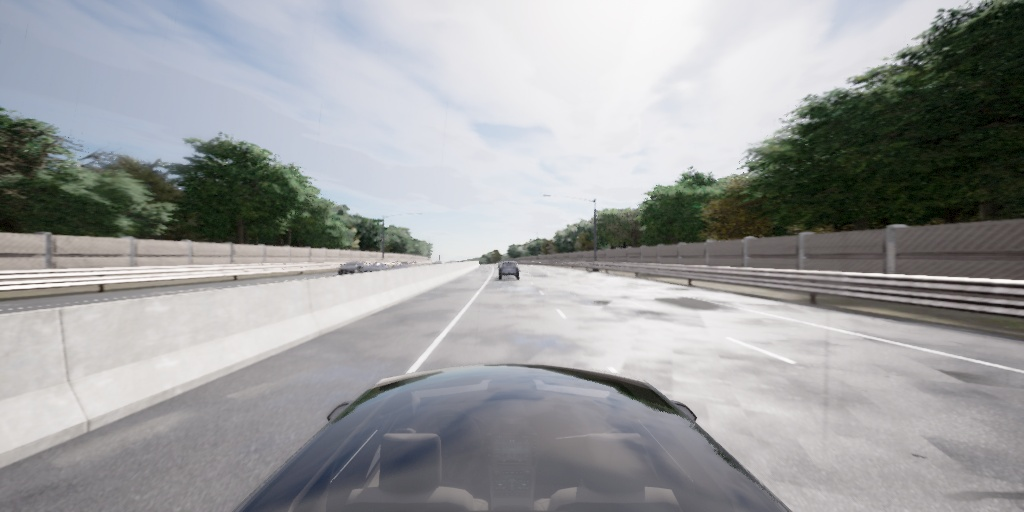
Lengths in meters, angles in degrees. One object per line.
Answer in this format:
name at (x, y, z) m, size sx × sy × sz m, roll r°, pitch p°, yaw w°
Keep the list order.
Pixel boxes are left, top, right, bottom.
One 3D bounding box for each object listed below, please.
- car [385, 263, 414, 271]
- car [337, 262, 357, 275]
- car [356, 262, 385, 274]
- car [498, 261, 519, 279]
car at (-11.054, 1.432, 36.657) m, size 1.994 × 1.385 × 4.181 m, roll 0°, pitch 0°, yaw -1°
car at (-18.183, 1.399, 41.127) m, size 1.837 × 1.490 × 4.892 m, roll 0°, pitch 0°, yaw -1°
car at (-14.614, 1.443, 38.501) m, size 1.994 × 1.385 × 4.181 m, roll 0°, pitch 0°, yaw -1°
car at (-0.317, 1.275, 34.420) m, size 2.033 × 1.649 × 4.856 m, roll 0°, pitch 0°, yaw -2°
